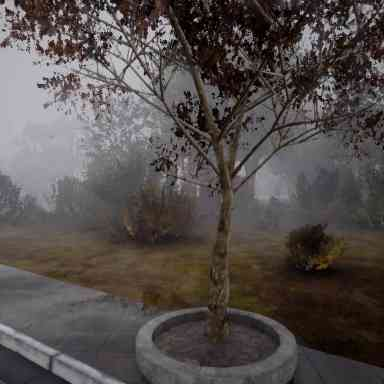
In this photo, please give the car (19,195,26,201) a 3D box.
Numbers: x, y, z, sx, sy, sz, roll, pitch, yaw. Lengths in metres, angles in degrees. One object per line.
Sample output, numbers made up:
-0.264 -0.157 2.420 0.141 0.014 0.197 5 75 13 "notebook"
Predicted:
-22.570 1.174 43.292 1.837 1.490 4.892 1 0 32 "car"
